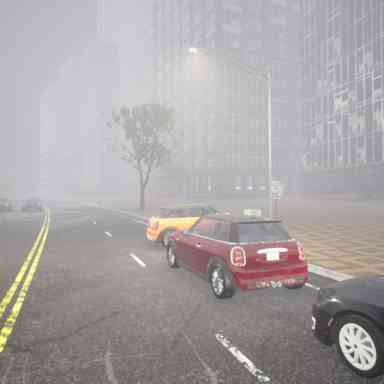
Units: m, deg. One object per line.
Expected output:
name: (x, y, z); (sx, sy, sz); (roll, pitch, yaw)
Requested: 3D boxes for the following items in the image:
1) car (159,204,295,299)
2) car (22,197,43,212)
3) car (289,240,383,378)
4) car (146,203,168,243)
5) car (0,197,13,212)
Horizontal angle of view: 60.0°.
car: (0.874, 1.355, 8.851); (2.097, 1.767, 4.553); (0, 0, -22)
car: (-18.864, 1.393, 39.376); (2.097, 1.767, 4.553); (0, 0, -24)
car: (3.614, 1.505, 3.383); (1.837, 1.490, 4.892); (0, 0, -36)
car: (0.361, 1.276, 14.456); (4.553, 1.767, 2.097); (-3, 1, -18)
car: (-21.832, 1.390, 38.052); (2.097, 1.767, 4.553); (0, 0, -24)
